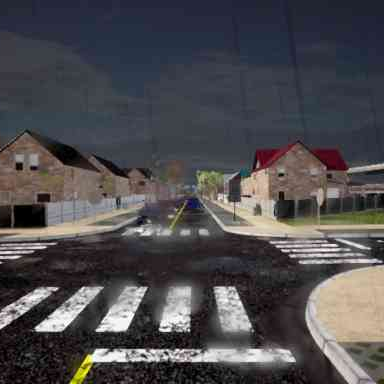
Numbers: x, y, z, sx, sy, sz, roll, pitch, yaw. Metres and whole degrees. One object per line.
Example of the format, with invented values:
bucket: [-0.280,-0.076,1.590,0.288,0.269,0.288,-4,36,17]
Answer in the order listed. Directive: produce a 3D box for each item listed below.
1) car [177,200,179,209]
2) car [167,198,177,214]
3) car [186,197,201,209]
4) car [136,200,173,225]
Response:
car: [-2.755,1.544,46.349,2.033,1.411,5.357,0,0,-1]
car: [-2.777,1.525,34.334,1.812,1.442,4.674,0,0,0]
car: [0.192,1.475,45.747,1.882,1.535,5.008,0,0,0]
car: [-2.802,1.547,24.510,2.033,1.411,5.357,0,0,0]
